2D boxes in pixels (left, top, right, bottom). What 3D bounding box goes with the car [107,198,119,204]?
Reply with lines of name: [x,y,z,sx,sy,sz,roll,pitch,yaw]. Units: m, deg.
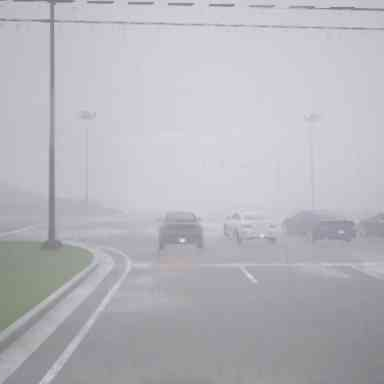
car: [-20.313,2.153,78.794,5.008,1.535,1.882,0,-1,32]

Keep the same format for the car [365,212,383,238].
car: [9.900,1.642,15.914,1.837,1.490,4.892,0,-1,-4]

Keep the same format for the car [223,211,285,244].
car: [2.804,1.669,16.665,1.812,1.442,4.674,0,0,-5]

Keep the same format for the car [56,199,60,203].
car: [-31.119,2.136,80.588,4.892,1.490,1.837,0,-1,18]

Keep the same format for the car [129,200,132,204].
car: [-17.655,2.327,85.426,4.718,1.301,1.895,0,-1,32]

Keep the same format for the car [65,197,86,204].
car: [-29.377,2.130,83.665,5.008,1.535,1.882,0,-1,21]

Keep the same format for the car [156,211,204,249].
car: [-0.575,1.637,15.283,1.837,1.490,4.892,0,-1,-5]

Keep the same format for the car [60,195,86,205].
car: [-26.531,2.116,74.478,5.008,1.535,1.882,0,-1,28]

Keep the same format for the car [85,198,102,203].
car: [-26.668,2.245,90.119,4.181,1.385,1.994,0,-1,21]

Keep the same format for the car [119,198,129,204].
car: [-18.790,2.242,81.992,5.357,1.411,2.033,0,-1,32]

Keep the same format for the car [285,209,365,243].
car: [6.285,1.624,16.989,1.882,1.535,5.008,0,0,-5]

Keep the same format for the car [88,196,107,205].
car: [-22.340,2.175,75.943,4.674,1.442,1.812,0,-1,32]
